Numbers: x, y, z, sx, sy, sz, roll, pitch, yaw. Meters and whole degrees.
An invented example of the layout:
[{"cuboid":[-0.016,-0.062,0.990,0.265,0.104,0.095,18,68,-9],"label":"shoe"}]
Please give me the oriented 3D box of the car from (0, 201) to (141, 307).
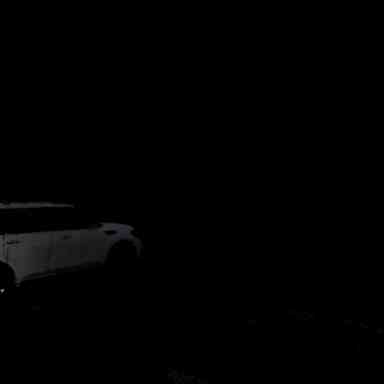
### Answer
[{"cuboid":[-3.709,1.222,7.952,2.435,2.045,5.566,0,0,35],"label":"car"}]
